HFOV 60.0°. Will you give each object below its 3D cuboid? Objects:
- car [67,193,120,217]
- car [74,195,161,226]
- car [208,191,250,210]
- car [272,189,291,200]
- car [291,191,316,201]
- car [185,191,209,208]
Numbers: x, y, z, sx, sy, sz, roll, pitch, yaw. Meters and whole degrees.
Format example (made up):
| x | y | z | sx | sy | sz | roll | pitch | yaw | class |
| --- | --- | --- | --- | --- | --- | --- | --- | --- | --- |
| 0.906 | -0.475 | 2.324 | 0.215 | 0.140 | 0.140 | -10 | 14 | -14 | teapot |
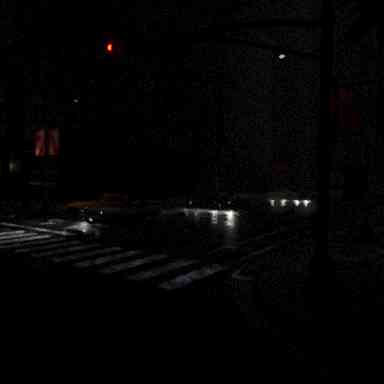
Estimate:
| x | y | z | sx | sy | sz | roll | pitch | yaw | class |
| --- | --- | --- | --- | --- | --- | --- | --- | --- | --- |
| -5.735 | 0.835 | 21.740 | 1.882 | 1.535 | 5.008 | 2 | 2 | 34 | car |
| -3.899 | 1.057 | 18.664 | 1.895 | 1.301 | 4.718 | 2 | 2 | 34 | car |
| 3.634 | 0.777 | 29.522 | 1.812 | 1.442 | 4.674 | 2 | 2 | 34 | car |
| 13.522 | 0.335 | 49.331 | 1.882 | 1.535 | 5.008 | 2 | 1 | 35 | car |
| 16.183 | 0.496 | 47.469 | 1.994 | 1.385 | 4.181 | 2 | 2 | 35 | car |
| 1.265 | 0.656 | 31.826 | 2.128 | 1.511 | 4.902 | 2 | 2 | 35 | car |
